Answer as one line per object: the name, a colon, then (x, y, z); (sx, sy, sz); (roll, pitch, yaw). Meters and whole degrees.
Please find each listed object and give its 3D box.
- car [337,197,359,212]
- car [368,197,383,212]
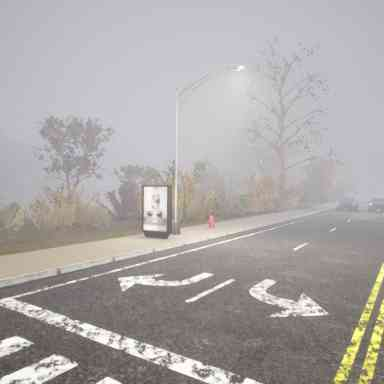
car: (18.670, 1.390, 39.767); (2.097, 1.767, 4.553); (0, 0, 30)
car: (21.474, 1.392, 38.124); (2.097, 1.767, 4.553); (0, 0, 30)
